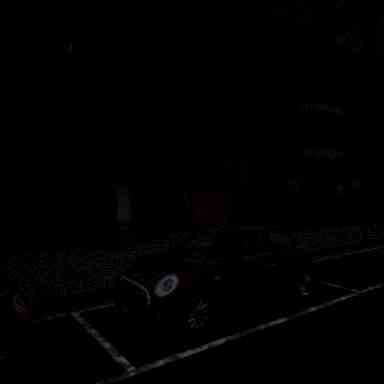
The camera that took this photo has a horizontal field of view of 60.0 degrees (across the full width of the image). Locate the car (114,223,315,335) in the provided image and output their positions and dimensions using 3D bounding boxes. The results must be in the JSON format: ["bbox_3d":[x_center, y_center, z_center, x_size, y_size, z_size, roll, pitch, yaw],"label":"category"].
[{"bbox_3d":[0.556,1.411,6.588,4.097,1.590,1.967,0,0,-36],"label":"car"}]

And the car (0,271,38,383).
[{"bbox_3d":[-3.928,1.449,3.385,4.097,1.590,1.967,0,0,-36],"label":"car"}]
